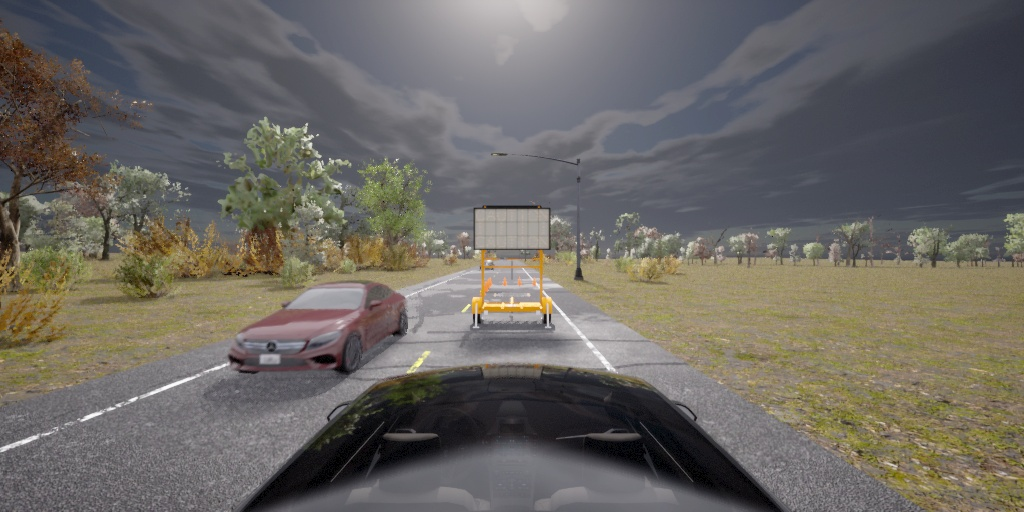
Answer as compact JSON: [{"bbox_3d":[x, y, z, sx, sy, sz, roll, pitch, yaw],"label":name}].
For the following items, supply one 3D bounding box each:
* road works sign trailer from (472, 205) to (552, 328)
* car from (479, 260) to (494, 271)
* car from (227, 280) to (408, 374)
[{"bbox_3d":[0.002,0.216,11.344,2.380,3.560,2.880,0,0,0],"label":"road works sign trailer"},{"bbox_3d":[-3.590,1.268,50.685,2.128,1.511,4.902,0,0,0],"label":"car"},{"bbox_3d":[-3.599,1.277,7.663,1.812,1.442,4.674,0,0,0],"label":"car"}]
